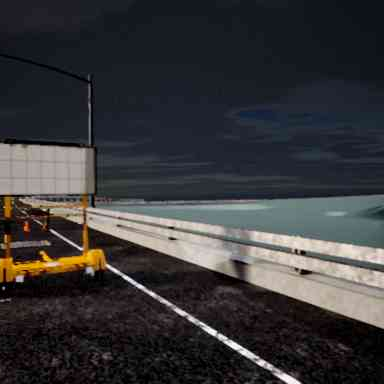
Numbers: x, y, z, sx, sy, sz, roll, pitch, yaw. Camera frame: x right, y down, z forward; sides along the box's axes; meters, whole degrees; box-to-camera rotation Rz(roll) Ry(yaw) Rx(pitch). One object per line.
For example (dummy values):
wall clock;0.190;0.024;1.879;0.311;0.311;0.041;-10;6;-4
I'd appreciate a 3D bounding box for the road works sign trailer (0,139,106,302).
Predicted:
road works sign trailer;-3.758;0.497;8.663;2.380;3.560;2.880;-1;0;-31
